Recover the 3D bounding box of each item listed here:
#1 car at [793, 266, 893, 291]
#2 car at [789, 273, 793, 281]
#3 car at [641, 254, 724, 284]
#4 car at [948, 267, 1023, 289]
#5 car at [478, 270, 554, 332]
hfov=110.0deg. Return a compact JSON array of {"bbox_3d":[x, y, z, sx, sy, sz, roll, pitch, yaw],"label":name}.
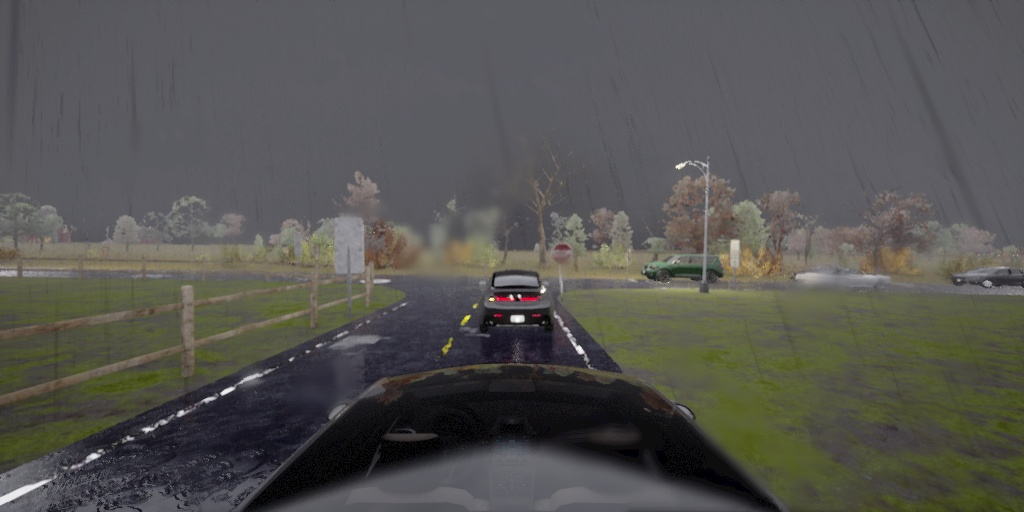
[{"bbox_3d":[21.462,1.491,23.178,4.718,1.301,1.895,1,2,1],"label":"car"},{"bbox_3d":[22.759,1.393,26.097,4.181,1.385,1.994,1,2,-1],"label":"car"},{"bbox_3d":[12.341,0.867,26.065,5.566,2.045,2.150,1,2,-1],"label":"car"},{"bbox_3d":[34.889,1.548,26.027,4.892,1.490,1.837,1,2,0],"label":"car"},{"bbox_3d":[0.085,1.135,10.437,1.837,1.490,4.892,0,1,-1],"label":"car"}]
